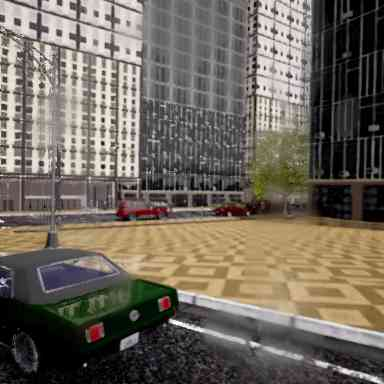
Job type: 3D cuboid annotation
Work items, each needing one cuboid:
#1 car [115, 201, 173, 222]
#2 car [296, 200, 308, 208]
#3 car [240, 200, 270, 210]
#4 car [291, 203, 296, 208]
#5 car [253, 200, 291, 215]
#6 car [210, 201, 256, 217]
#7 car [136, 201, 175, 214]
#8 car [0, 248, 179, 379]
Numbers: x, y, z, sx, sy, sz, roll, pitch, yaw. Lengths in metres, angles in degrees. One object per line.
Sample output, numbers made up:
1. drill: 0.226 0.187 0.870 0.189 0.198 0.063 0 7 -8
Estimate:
1. car: -4.700 1.742 31.182 5.009 1.841 2.192 0 1 -34
2. car: 18.912 2.044 56.903 4.313 1.339 1.947 0 1 -34
3. car: 9.556 1.968 50.498 4.313 1.339 1.947 0 1 -34
4. car: 14.233 2.022 53.701 4.206 1.307 1.802 0 1 -34
5. car: 9.333 1.854 40.790 5.009 1.841 2.192 0 1 -34
6. car: 4.651 2.046 37.591 4.507 1.381 1.887 0 1 -34
7. car: -4.477 1.841 40.890 4.403 1.369 2.008 0 1 -34
8. car: -2.600 1.623 5.536 4.718 1.301 1.895 0 0 35
